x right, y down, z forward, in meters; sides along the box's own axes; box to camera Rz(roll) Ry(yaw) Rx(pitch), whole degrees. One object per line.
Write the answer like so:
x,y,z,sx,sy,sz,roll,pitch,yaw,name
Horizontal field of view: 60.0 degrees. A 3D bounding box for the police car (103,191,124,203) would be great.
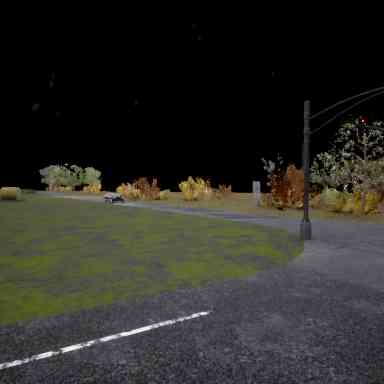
-11.664,0.744,49.702,1.930,1.638,5.238,1,0,-32,police car
